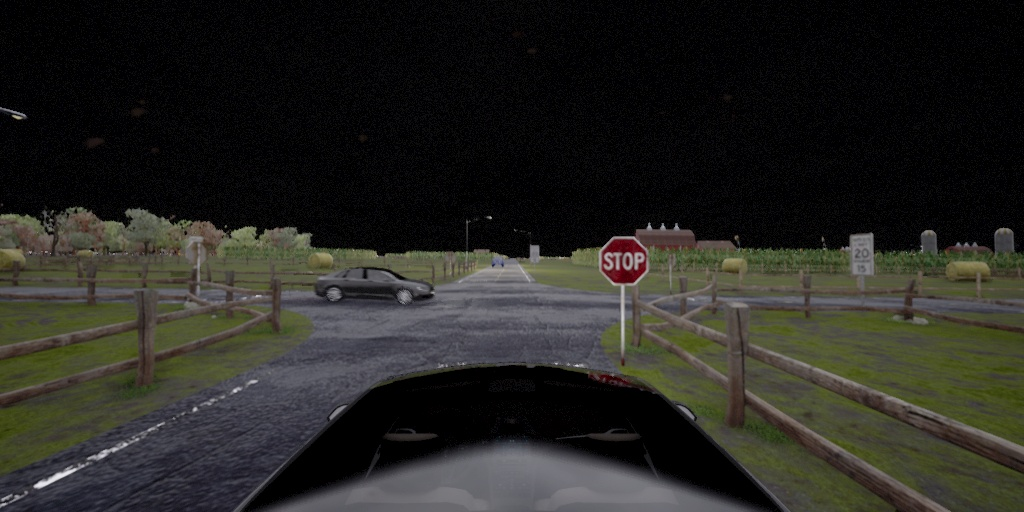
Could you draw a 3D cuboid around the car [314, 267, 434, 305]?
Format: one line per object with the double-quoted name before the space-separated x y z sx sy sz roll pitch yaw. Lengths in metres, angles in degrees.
"car" -5.854 1.260 15.502 4.892 1.490 1.837 2 -1 -1
